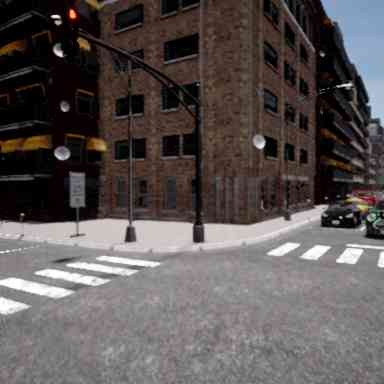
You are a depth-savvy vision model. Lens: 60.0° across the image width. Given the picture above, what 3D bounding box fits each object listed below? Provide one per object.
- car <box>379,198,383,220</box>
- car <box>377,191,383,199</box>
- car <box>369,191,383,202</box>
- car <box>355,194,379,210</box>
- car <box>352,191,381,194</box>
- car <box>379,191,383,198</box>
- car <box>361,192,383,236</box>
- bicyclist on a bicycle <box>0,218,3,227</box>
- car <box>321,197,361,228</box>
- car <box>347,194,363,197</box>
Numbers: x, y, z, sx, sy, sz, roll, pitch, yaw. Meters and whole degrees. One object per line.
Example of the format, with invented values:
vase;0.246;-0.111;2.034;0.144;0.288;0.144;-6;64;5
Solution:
car;14.679;1.170;23.894;1.895;1.301;4.718;0;1;33
car;36.117;0.494;62.695;2.008;1.369;4.403;0;1;32
car;27.010;0.615;48.286;1.967;1.590;4.097;0;1;32
car;17.811;0.938;33.734;1.752;1.417;4.829;0;1;32
car;14.866;0.805;29.072;2.192;1.841;5.009;0;1;32
car;39.153;0.416;67.498;2.008;1.369;4.403;0;1;32
car;9.384;1.062;15.487;2.097;1.767;4.553;0;1;32
bicyclist on a bicycle;-11.885;1.376;19.460;0.582;1.620;1.656;-1;1;32
car;8.795;1.216;19.470;1.947;1.339;4.313;0;1;32
car;11.740;1.097;24.129;1.752;1.417;4.829;0;1;32
